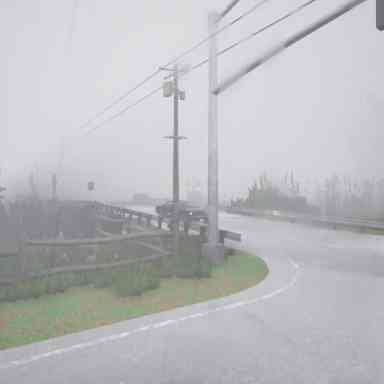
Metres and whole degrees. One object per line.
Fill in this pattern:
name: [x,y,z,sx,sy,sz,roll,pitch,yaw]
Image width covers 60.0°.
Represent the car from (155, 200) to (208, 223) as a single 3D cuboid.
car: [-0.576,1.244,21.583,1.895,1.301,4.718,0,3,-32]
